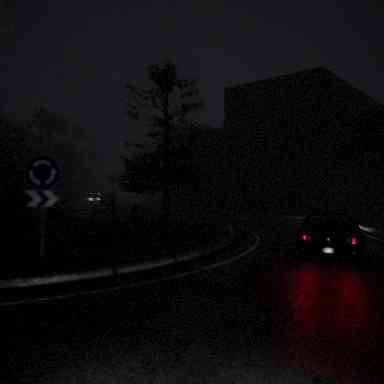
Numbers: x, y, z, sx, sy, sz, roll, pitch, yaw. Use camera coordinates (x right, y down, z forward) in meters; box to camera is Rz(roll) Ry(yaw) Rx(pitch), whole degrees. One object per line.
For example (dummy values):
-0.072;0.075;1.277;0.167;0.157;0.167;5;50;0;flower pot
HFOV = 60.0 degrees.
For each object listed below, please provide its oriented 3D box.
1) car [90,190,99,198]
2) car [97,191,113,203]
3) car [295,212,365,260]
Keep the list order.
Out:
-19.829;0.370;68.522;2.097;1.767;4.553;0;1;-11;car
-11.125;0.967;43.942;2.128;1.511;4.902;0;1;-15;car
4.793;1.353;11.633;1.895;1.301;4.718;2;2;23;car
